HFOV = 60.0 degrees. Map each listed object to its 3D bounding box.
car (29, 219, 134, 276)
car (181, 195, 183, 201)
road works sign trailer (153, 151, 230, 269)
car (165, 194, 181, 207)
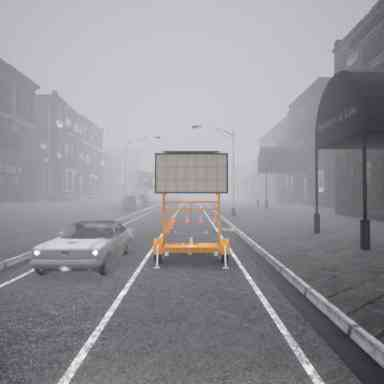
[{"bbox_3d":[-3.130,1.581,10.387,1.895,1.301,4.718,0,0,0],"label":"car"},{"bbox_3d":[-3.246,1.381,79.791,2.097,1.767,4.553,0,0,0],"label":"car"},{"bbox_3d":[-0.019,0.443,11.097,2.380,3.560,2.880,0,0,0],"label":"road works sign trailer"},{"bbox_3d":[-3.252,1.476,52.524,2.128,1.511,4.902,0,0,0],"label":"car"}]
